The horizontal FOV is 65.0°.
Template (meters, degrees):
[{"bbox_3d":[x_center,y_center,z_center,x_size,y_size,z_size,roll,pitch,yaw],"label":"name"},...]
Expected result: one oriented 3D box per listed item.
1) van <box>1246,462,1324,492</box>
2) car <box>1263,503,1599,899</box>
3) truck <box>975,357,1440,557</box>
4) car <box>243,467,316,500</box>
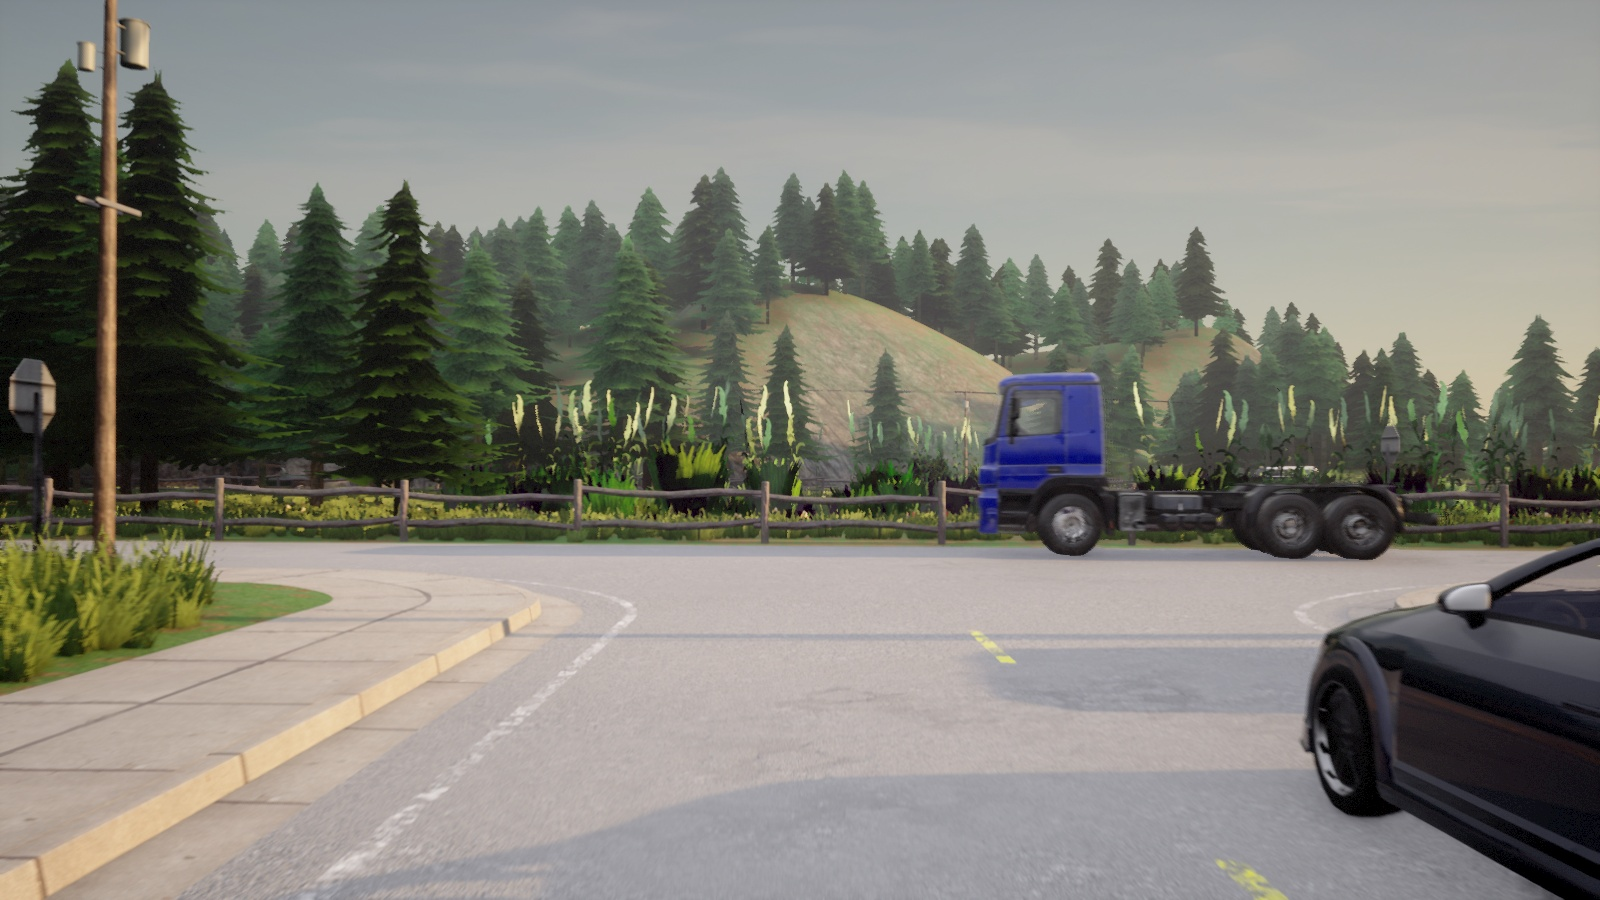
[{"bbox_3d":[33.135,1.842,85.813,4.480,2.038,2.069,0,-1,-2],"label":"van"},{"bbox_3d":[3.492,0.942,4.596,1.994,1.385,4.181,0,-1,-1],"label":"car"},{"bbox_3d":[7.359,0.168,23.774,7.936,3.462,2.891,0,-1,9],"label":"truck"},{"bbox_3d":[-30.736,1.976,74.229,3.866,1.878,1.905,0,-1,-19],"label":"car"}]
